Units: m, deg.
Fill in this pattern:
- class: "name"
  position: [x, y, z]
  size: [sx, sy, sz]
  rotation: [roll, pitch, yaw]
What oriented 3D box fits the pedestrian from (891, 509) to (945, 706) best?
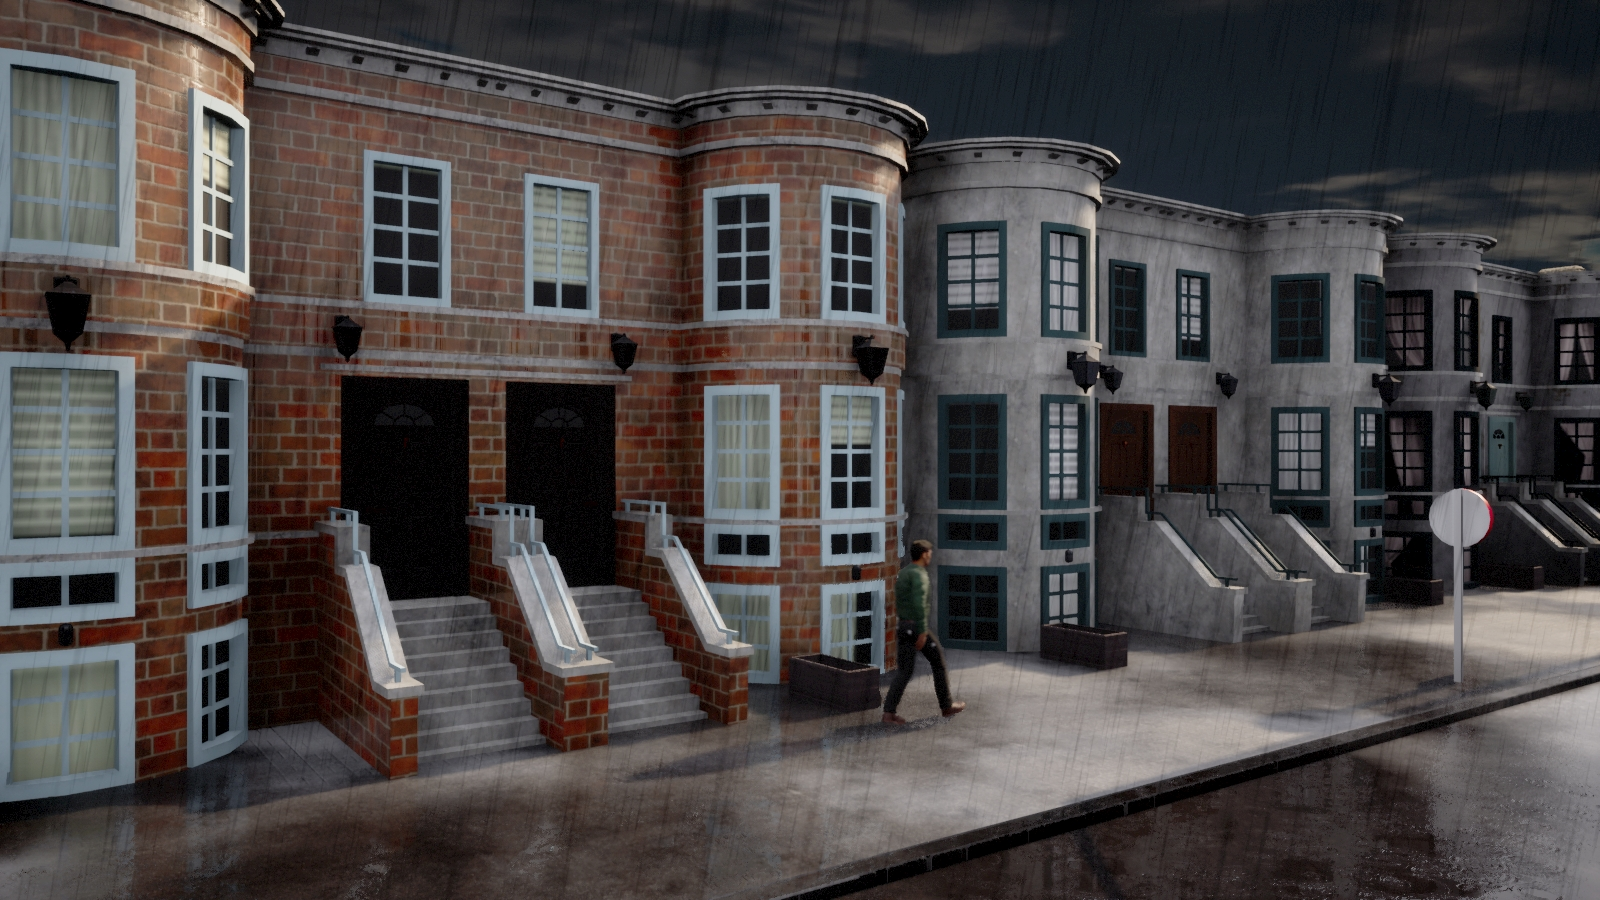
- class: "pedestrian"
  position: [1.156, 1.524, 11.197]
  size: [0.375, 1.860, 0.375]
  rotation: [0, 0, -27]
